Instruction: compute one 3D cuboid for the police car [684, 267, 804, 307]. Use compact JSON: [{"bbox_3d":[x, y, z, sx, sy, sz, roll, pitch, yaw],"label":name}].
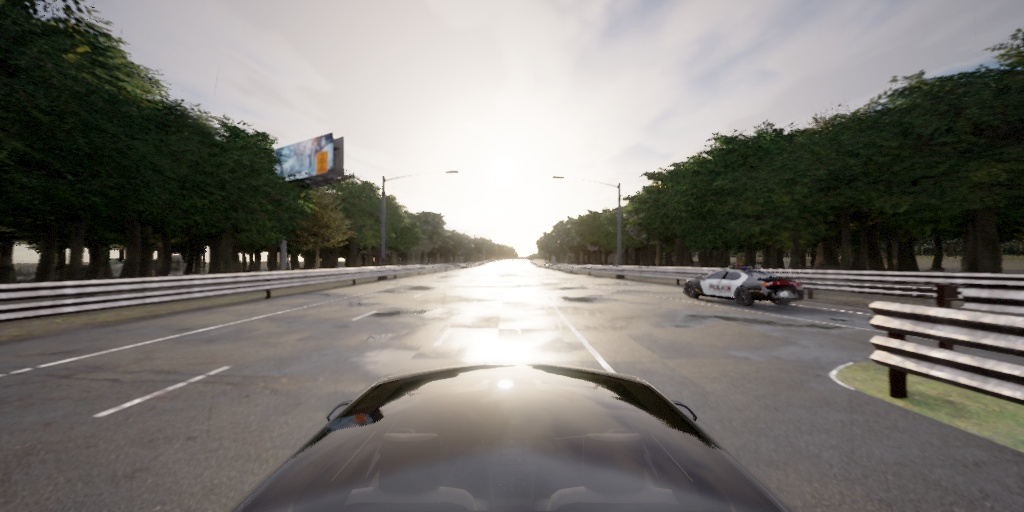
[{"bbox_3d":[9.636,1.268,15.656,2.038,1.542,4.974,0,-1,-11],"label":"police car"}]
